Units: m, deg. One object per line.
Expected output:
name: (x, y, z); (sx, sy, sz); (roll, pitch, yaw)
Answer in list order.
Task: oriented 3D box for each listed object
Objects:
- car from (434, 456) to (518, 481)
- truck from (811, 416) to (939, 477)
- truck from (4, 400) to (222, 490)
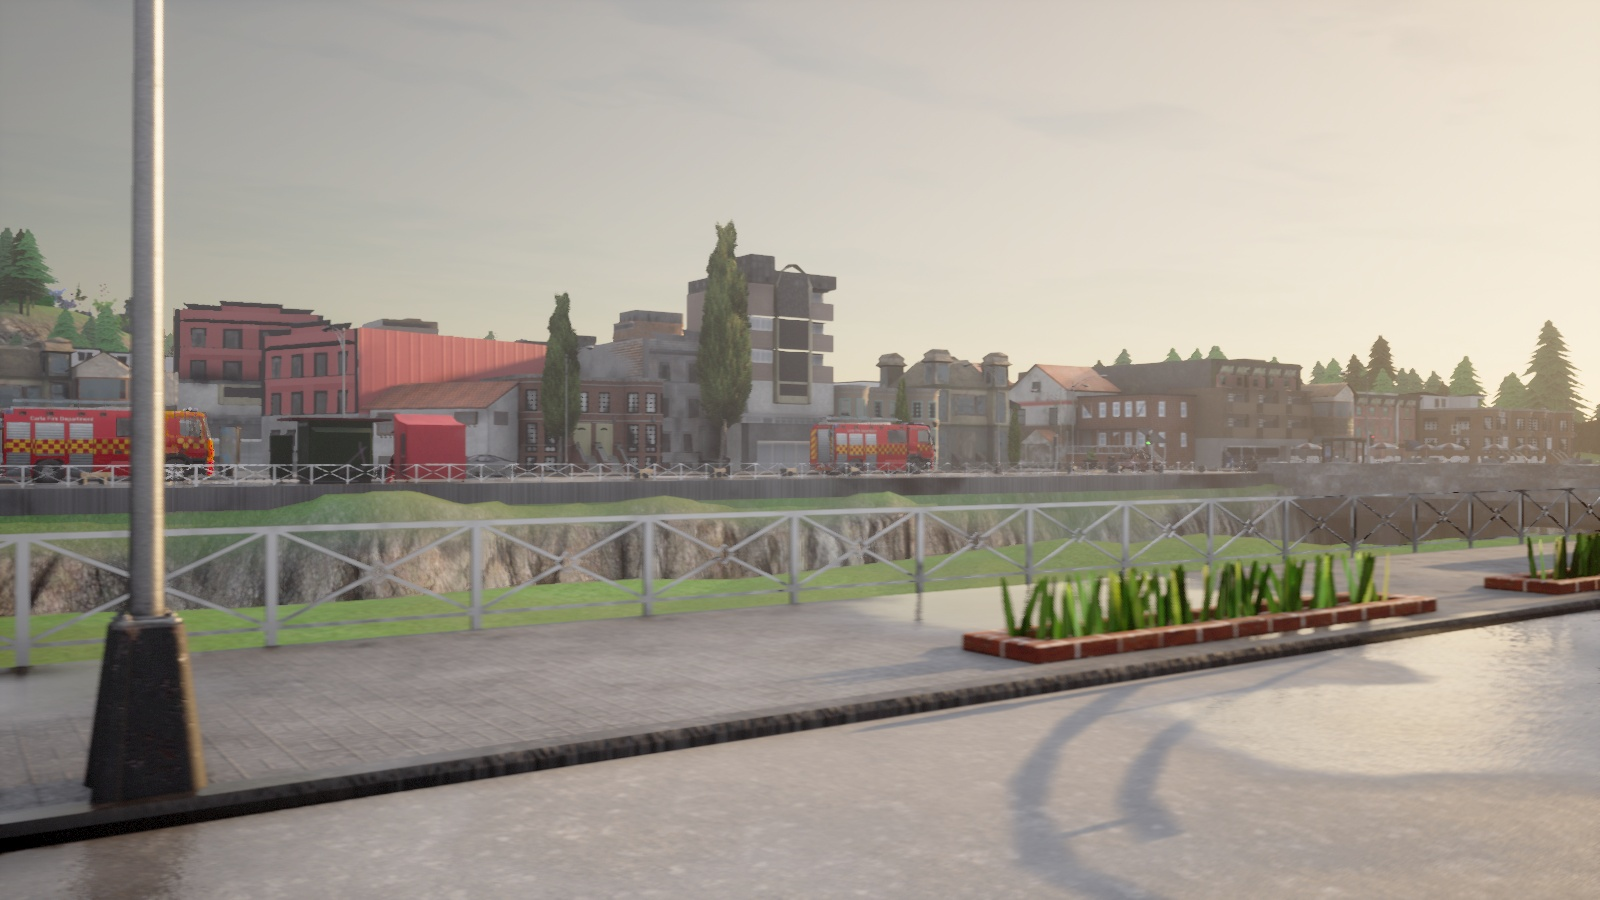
car: (-18.428, 1.023, 71.494); (4.181, 1.385, 1.994); (0, 0, -35)
truck: (5.023, -0.227, 82.960); (8.468, 3.827, 2.891); (0, 0, -35)
truck: (-31.401, -0.212, 57.591); (8.468, 3.827, 2.891); (0, 0, -35)
